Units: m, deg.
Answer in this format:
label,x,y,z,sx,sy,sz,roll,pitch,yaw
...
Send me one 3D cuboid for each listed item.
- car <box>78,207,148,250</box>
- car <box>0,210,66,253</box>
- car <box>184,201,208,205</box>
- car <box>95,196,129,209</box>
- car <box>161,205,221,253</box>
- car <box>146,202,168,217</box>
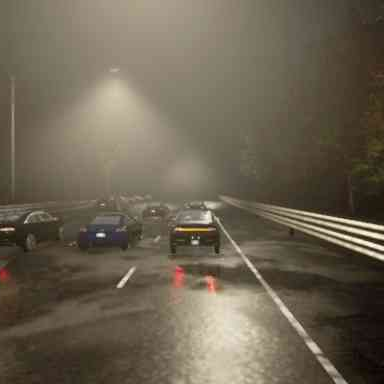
label,x,y,z,sx,sy,sz,roll,pitch,yaw
car,-3.347,1.563,14.328,1.994,1.385,4.181,0,0,1
car,-6.856,1.491,13.740,2.128,1.511,4.902,0,0,1
car,0.340,1.477,28.863,2.128,1.511,4.902,0,0,1
car,-6.653,1.184,27.965,1.812,1.442,4.674,-15,-10,4
car,0.144,1.491,13.686,2.128,1.511,4.902,0,0,1
car,-3.136,1.549,29.525,1.994,1.385,4.181,0,0,1
